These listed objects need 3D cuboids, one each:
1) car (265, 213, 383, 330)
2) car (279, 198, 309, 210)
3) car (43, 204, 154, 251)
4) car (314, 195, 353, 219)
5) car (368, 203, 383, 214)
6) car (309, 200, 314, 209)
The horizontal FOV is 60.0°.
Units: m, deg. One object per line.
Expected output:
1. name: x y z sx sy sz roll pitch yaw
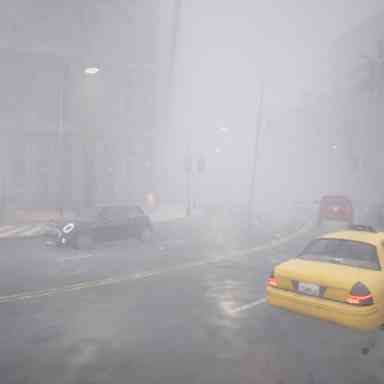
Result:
1. car: 3.582 1.451 6.855 1.801 1.575 5.366 0 0 45
2. car: 12.396 1.449 41.363 1.882 1.535 5.008 0 0 -2
3. car: -3.885 1.338 14.309 2.097 1.767 4.553 0 0 43
4. car: 9.951 1.209 23.400 2.150 2.045 5.566 0 0 20
5. car: 13.337 1.480 22.688 2.128 1.511 4.902 0 0 19
6. car: 15.897 1.451 40.837 1.882 1.535 5.008 0 0 -2
